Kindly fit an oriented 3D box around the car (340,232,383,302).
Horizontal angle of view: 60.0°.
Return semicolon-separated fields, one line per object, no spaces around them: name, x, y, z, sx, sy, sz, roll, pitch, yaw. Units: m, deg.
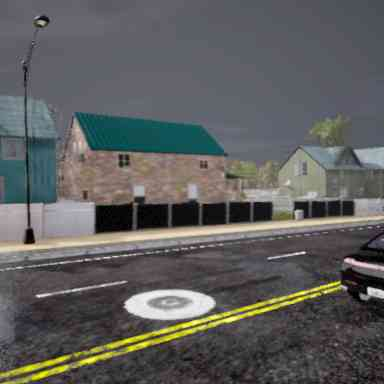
car;5.138;1.529;7.108;4.902;1.511;2.128;0;0;-36
